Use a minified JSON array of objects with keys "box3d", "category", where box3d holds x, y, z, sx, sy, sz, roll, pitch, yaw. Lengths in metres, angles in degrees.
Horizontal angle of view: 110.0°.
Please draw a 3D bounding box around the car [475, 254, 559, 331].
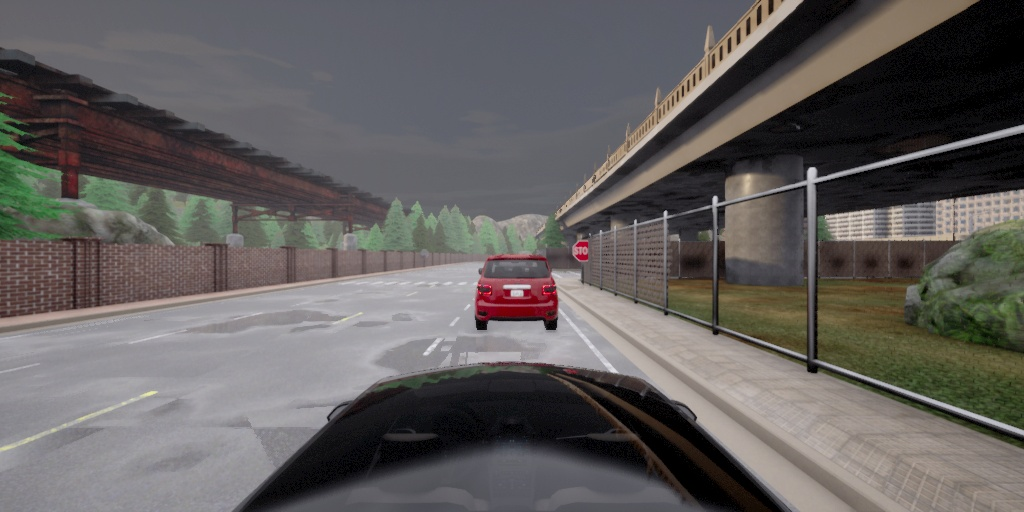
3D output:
[{"box3d":[0.104,0.969,11.113,2.150,2.045,5.566,0,0,0],"category":"car"}]
